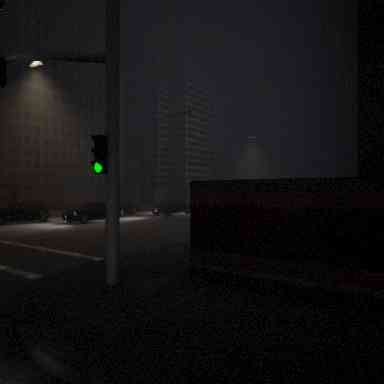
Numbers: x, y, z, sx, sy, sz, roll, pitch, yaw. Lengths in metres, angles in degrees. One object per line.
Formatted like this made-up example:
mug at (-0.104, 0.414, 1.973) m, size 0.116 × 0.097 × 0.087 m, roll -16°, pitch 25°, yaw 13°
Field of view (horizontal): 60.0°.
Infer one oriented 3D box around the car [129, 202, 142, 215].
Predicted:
car at (-7.121, 1.538, 31.478) m, size 2.033 × 1.411 × 5.357 m, roll 0°, pitch 0°, yaw 36°

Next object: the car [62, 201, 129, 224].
car at (-7.400, 1.497, 25.121) m, size 1.837 × 1.490 × 4.892 m, roll 0°, pitch 0°, yaw 36°

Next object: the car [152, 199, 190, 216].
car at (-1.898, 1.483, 32.717) m, size 2.128 × 1.511 × 4.902 m, roll 0°, pitch 0°, yaw 36°

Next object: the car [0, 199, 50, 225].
car at (-12.662, 1.343, 23.793) m, size 2.097 × 1.767 × 4.553 m, roll 0°, pitch 0°, yaw 36°

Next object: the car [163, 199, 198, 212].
car at (-1.322, 1.554, 39.470) m, size 1.994 × 1.385 × 4.181 m, roll 0°, pitch 0°, yaw 36°
